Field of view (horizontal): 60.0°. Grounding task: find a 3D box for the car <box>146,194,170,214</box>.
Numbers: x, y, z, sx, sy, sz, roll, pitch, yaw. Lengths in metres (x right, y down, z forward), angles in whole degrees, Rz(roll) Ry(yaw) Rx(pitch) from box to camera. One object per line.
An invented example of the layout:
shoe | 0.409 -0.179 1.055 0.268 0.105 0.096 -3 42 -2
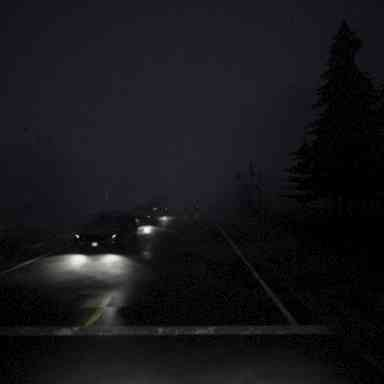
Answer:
car | -3.550 1.247 35.441 2.150 2.045 5.566 0 0 -2

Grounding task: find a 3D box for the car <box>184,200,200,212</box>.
car | 0.026 1.629 38.975 1.895 1.301 4.718 0 0 1

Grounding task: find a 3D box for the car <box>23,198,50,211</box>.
car | -17.465 1.400 37.445 1.845 1.501 3.633 0 0 0

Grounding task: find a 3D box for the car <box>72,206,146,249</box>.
car | -3.604 1.558 14.982 2.033 1.411 5.357 0 0 0

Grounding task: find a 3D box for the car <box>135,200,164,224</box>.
car | -3.600 1.566 25.087 2.033 1.411 5.357 0 0 0
